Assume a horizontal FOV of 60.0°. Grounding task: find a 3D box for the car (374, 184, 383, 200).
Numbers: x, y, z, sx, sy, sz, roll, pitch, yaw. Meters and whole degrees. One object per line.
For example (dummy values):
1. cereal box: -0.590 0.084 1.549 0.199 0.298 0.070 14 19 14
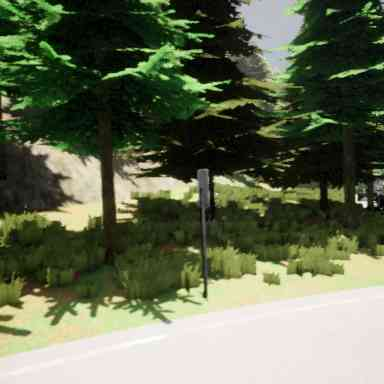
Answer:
1. car: 14.574 0.454 23.232 1.882 1.535 5.008 -2 2 9
